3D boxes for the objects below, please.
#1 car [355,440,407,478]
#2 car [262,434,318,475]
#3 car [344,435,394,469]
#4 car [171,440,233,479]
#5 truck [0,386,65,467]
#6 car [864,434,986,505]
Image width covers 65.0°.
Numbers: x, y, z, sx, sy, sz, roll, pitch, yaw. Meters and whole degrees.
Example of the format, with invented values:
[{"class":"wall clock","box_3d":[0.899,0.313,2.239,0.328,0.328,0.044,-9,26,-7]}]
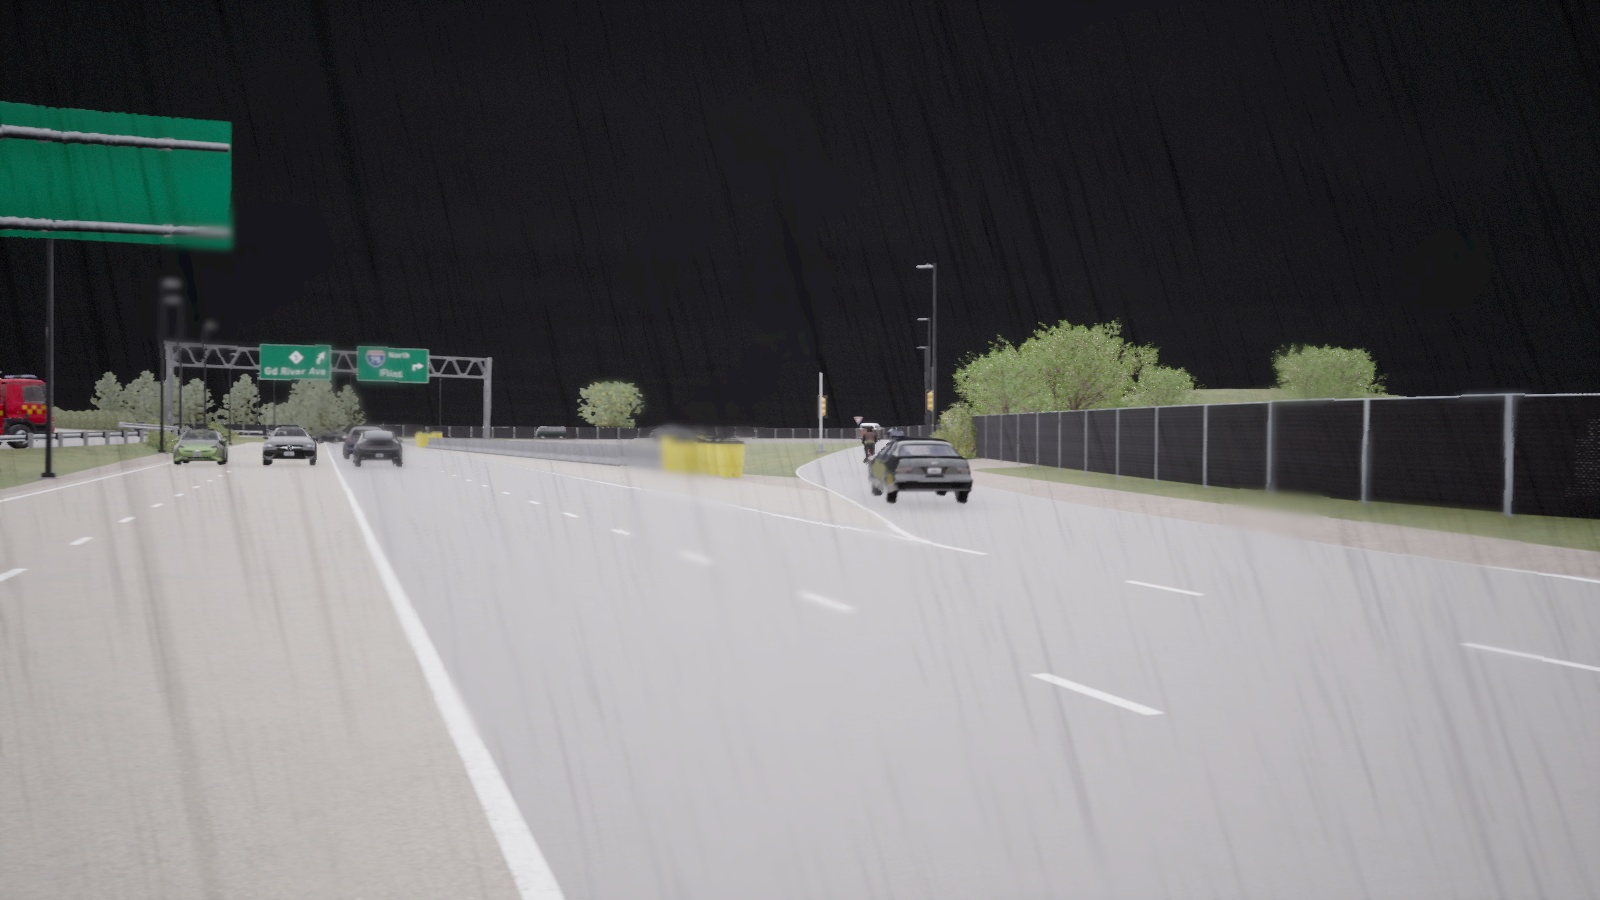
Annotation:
[{"class":"car","box_3d":[-17.666,0.347,52.800,1.837,1.490,4.892,-1,1,-21]},{"class":"car","box_3d":[-22.078,0.151,54.524,2.152,1.651,5.027,-1,1,-21]},{"class":"car","box_3d":[-22.433,0.083,65.228,2.242,1.667,4.611,-1,1,-21]},{"class":"car","box_3d":[-25.427,0.372,53.489,2.007,1.525,4.514,-1,1,-21]},{"class":"truck","box_3d":[-39.690,-1.032,59.005,2.891,3.827,8.468,-1,2,29]},{"class":"car","box_3d":[2.750,0.369,28.877,2.033,1.411,5.357,-1,1,-2]}]
